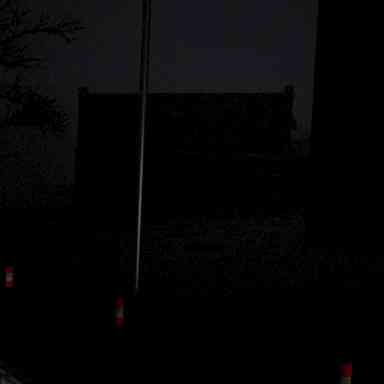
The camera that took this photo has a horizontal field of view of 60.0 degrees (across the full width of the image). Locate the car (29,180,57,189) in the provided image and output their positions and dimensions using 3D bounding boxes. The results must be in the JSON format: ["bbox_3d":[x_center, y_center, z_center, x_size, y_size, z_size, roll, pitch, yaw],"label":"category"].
[{"bbox_3d":[-28.608,-1.551,62.813,4.553,1.767,2.185,3,3,20],"label":"car"}]

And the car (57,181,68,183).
[{"bbox_3d":[-27.695,-1.495,65.423,5.008,1.535,2.097,3,3,20],"label":"car"}]

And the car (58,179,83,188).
[{"bbox_3d":[-25.753,-1.760,70.577,4.553,1.767,2.185,3,3,20],"label":"car"}]

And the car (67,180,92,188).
[{"bbox_3d":[-24.840,-1.710,73.187,4.892,1.521,2.231,3,3,20],"label":"car"}]

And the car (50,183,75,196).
[{"bbox_3d":[-17.503,-0.213,47.070,1.994,1.385,4.181,3,2,16],"label":"car"}]

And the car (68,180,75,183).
[{"bbox_3d":[-26.738,-1.525,68.007,4.674,1.452,2.002,3,3,20],"label":"car"}]
